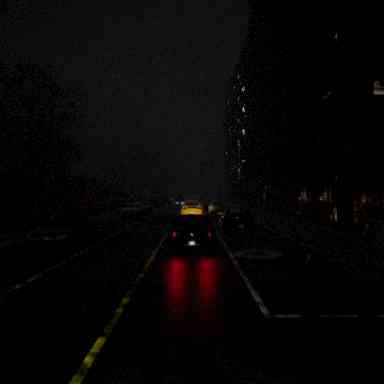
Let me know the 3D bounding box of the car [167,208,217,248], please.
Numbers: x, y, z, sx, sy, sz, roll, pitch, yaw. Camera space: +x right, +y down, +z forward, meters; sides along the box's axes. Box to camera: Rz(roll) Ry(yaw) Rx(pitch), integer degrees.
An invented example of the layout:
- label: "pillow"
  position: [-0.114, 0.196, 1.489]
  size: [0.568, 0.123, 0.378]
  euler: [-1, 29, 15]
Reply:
- label: "car"
  position: [0.003, 1.620, 14.681]
  size: [1.895, 1.301, 4.718]
  euler: [0, 0, 0]

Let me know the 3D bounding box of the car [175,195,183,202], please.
- label: "car"
  position: [-2.733, 1.467, 75.919]
  size: [2.033, 1.411, 5.357]
  euler: [0, 0, 0]

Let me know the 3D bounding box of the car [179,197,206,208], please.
- label: "car"
  position: [0.007, 1.495, 29.651]
  size: [1.882, 1.535, 5.008]
  euler: [0, 0, 0]

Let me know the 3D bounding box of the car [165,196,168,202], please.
- label: "car"
  position: [-5.294, 1.604, 52.581]
  size: [1.802, 1.307, 4.206]
  euler: [1, 0, 0]

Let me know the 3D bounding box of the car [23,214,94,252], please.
- label: "car"
  position: [-5.303, 1.585, 13.827]
  size: [1.802, 1.307, 4.206]
  euler: [1, 0, 0]

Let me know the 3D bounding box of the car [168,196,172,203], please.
- label: "car"
  position: [-5.289, 1.471, 69.190]
  size: [1.967, 1.590, 4.097]
  euler: [1, 0, 0]

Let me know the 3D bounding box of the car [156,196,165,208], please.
- label: "car"
  position: [-5.296, 1.601, 47.045]
  size: [1.802, 1.307, 4.206]
  euler: [1, 0, 0]

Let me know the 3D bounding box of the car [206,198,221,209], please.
- label: "car"
  position: [2.583, 1.537, 36.360]
  size: [1.752, 1.417, 4.829]
  euler: [1, 0, 0]

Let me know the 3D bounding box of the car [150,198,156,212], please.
- label: "car"
  position: [-5.298, 1.539, 35.802]
  size: [1.752, 1.417, 4.829]
  euler: [1, 0, 0]

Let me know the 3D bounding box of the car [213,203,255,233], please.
- label: "car"
  position: [2.579, 1.555, 19.556]
  size: [2.008, 1.369, 4.403]
  euler: [1, 0, 0]

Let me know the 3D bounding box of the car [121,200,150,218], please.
- label: "car"
  position: [-5.299, 1.536, 30.266]
  size: [1.752, 1.417, 4.829]
  euler: [1, 0, 0]
